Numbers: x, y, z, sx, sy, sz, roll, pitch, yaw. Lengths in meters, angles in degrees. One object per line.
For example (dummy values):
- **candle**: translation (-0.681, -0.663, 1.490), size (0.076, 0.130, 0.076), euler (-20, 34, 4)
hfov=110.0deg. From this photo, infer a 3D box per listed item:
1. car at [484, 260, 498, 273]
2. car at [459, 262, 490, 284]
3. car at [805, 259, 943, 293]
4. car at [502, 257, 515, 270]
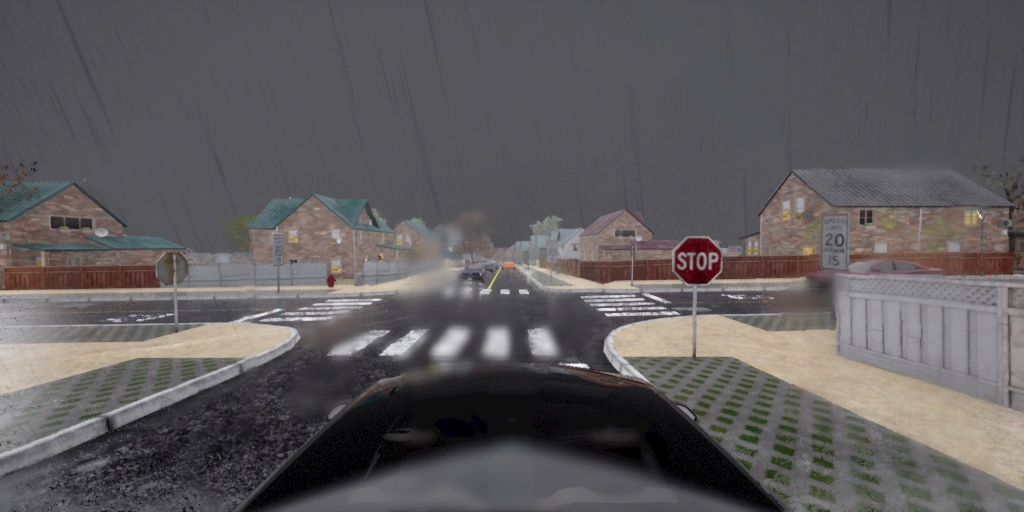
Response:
- **car**: translation (-3.228, 1.395, 45.502), size (2.033, 1.411, 5.357), euler (0, 0, -1)
- **car**: translation (-2.984, 1.383, 27.959), size (1.895, 1.301, 4.718), euler (0, 0, -1)
- **car**: translation (15.840, 0.923, 15.816), size (5.008, 1.535, 1.882), euler (-1, 2, 0)
- **car**: translation (-0.561, 1.276, 57.720), size (2.097, 1.767, 4.553), euler (0, 0, -1)
